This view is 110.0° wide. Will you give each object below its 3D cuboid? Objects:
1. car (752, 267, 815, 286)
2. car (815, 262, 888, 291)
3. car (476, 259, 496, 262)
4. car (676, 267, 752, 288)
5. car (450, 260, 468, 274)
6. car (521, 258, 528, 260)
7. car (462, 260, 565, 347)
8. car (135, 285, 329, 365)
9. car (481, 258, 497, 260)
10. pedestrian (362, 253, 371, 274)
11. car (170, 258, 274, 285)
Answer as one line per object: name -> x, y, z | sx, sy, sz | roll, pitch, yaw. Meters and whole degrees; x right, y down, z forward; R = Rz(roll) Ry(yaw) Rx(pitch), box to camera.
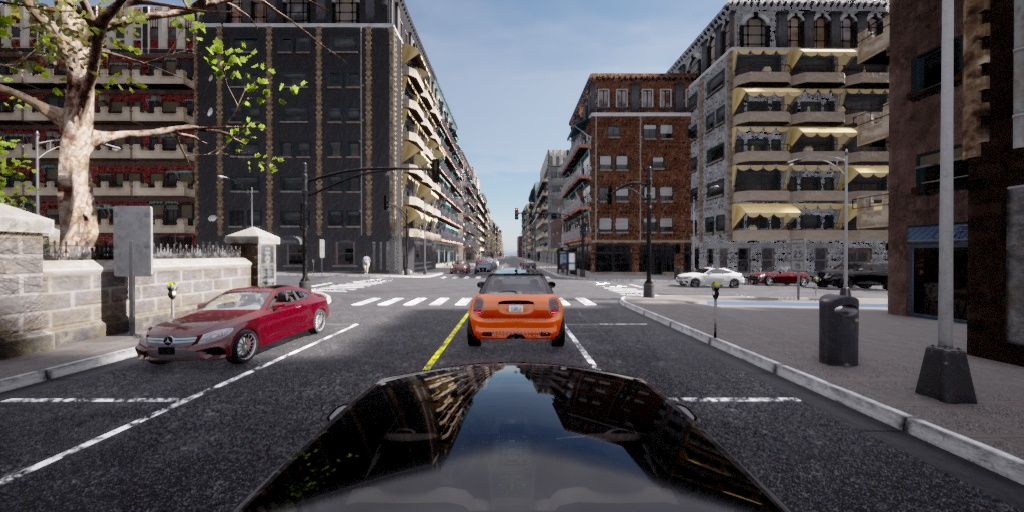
car -> 21.332, 1.570, 28.904 | 4.097, 1.591, 1.967 | 0, 0, -1
car -> 25.377, 1.438, 26.395 | 5.566, 2.045, 2.150 | 1, 0, -1
car -> -3.162, 1.311, 41.018 | 1.994, 1.385, 4.181 | 0, 0, 0
car -> 14.472, 1.548, 26.249 | 4.674, 1.442, 1.812 | 1, 0, -2
car -> -5.758, 1.186, 40.420 | 1.967, 1.591, 4.097 | 0, 0, 0
car -> 2.602, 1.297, 51.706 | 2.007, 1.370, 4.403 | 0, 0, 0
car -> 0.113, 1.101, 9.521 | 2.097, 1.767, 4.553 | 0, 0, 1
car -> -5.700, 1.331, 8.009 | 1.802, 1.307, 4.207 | 0, 0, 0
car -> -3.173, 1.310, 51.068 | 1.994, 1.385, 4.181 | 0, 0, 0
pedestrian -> -12.765, 0.651, 31.400 | 0.375, 1.860, 0.375 | 0, -1, -1
car -> -18.117, 0.940, 22.591 | 5.008, 1.535, 1.882 | 1, 0, -1
